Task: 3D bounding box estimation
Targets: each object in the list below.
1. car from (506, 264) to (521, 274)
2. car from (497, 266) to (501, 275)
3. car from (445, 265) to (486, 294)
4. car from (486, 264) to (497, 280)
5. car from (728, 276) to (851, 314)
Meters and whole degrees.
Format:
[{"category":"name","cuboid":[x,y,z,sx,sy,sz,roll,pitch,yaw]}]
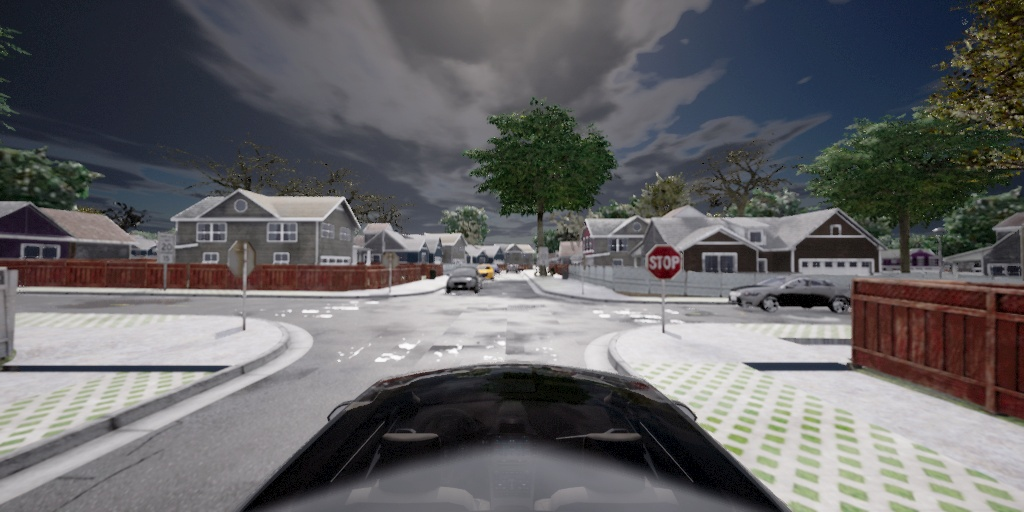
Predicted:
[{"category":"car","cuboid":[0.019,2.026,57.842,2.128,1.511,4.902,0,-1,1]},{"category":"car","cuboid":[-2.783,1.978,52.912,1.812,1.442,4.674,0,-1,1]},{"category":"car","cuboid":[-2.848,1.458,22.106,1.837,1.490,4.892,0,-1,0]},{"category":"car","cuboid":[-2.842,1.663,36.875,1.882,1.535,5.008,0,-1,0]},{"category":"car","cuboid":[12.091,1.623,15.610,4.902,1.511,2.128,1,-1,-1]}]
